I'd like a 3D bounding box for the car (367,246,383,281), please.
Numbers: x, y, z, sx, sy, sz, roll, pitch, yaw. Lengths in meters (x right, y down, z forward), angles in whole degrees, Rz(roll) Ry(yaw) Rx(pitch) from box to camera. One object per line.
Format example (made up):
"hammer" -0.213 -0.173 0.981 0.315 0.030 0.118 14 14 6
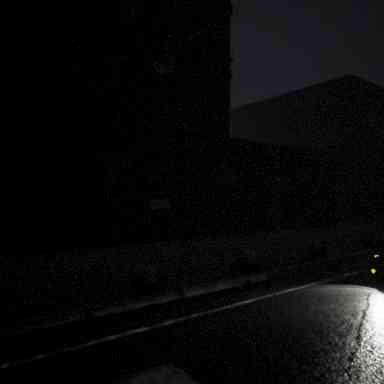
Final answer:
"car" 6.352 1.569 8.515 4.181 1.385 1.994 0 0 -35
